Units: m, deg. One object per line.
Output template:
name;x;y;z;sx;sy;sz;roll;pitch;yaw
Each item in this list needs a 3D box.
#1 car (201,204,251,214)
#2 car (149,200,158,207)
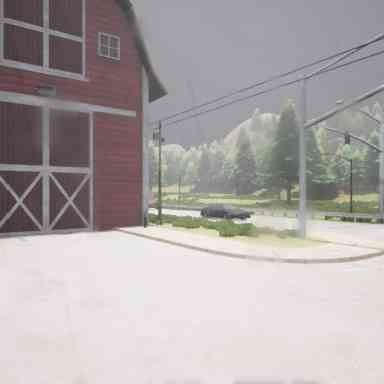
car;2.835;1.748;29.530;2.033;1.411;5.357;0;0;-34
car;-6.523;1.852;49.614;1.812;1.442;4.674;0;0;-34
